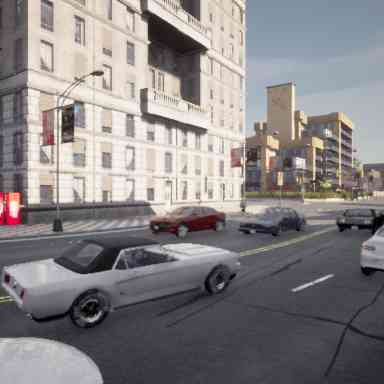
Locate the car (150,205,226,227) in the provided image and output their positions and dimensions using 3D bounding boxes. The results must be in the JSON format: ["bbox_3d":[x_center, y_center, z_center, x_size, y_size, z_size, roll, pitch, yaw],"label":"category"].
[{"bbox_3d":[-0.115,1.464,18.010,1.882,1.535,5.008,0,0,40],"label":"car"}]

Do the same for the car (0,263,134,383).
[{"bbox_3d":[-2.746,1.524,1.590,4.674,1.442,1.812,0,0,-35],"label":"car"}]

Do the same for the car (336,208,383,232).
[{"bbox_3d":[9.973,1.592,19.388,1.895,1.301,4.718,0,0,37],"label":"car"}]

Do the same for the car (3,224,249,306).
[{"bbox_3d":[-1.160,1.595,6.974,4.718,1.301,1.895,0,0,-39],"label":"car"}]

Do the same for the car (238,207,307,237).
[{"bbox_3d":[4.597,1.537,18.204,2.033,1.411,5.357,0,0,39],"label":"car"}]

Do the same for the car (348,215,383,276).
[{"bbox_3d":[6.227,1.523,9.354,1.812,1.442,4.674,0,0,44],"label":"car"}]
